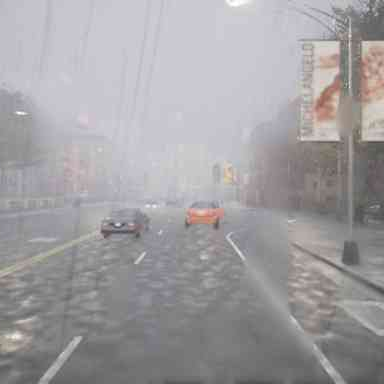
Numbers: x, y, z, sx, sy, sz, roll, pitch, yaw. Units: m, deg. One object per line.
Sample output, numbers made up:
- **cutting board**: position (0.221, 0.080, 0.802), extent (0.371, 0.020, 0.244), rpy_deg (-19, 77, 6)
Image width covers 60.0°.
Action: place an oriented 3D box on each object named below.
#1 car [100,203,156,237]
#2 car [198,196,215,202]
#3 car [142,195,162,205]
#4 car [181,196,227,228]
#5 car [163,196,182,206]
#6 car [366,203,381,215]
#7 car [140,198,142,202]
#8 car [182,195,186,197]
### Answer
- **car**: position (-3.399, 1.543, 17.786), extent (2.033, 1.411, 5.357), rpy_deg (0, 0, 0)
- **car**: position (3.583, 1.573, 79.316), extent (1.895, 1.301, 4.718), rpy_deg (0, 0, 33)
- **car**: position (-6.824, 1.547, 57.283), extent (1.994, 1.385, 4.181), rpy_deg (0, 0, 3)
- **car**: position (1.053, 1.346, 22.304), extent (2.097, 1.767, 4.553), rpy_deg (0, 0, 13)
- **car**: position (-3.258, 1.585, 55.907), extent (1.895, 1.301, 4.718), rpy_deg (0, 0, 2)
- **car**: position (19.573, 1.515, 32.535), extent (4.674, 1.442, 1.812), rpy_deg (0, 0, 0)
- **car**: position (-9.893, 1.499, 74.605), extent (2.002, 1.452, 4.674), rpy_deg (0, 0, 20)
- **car**: position (-3.499, 1.575, 73.019), extent (1.895, 1.301, 4.718), rpy_deg (0, 0, 21)
